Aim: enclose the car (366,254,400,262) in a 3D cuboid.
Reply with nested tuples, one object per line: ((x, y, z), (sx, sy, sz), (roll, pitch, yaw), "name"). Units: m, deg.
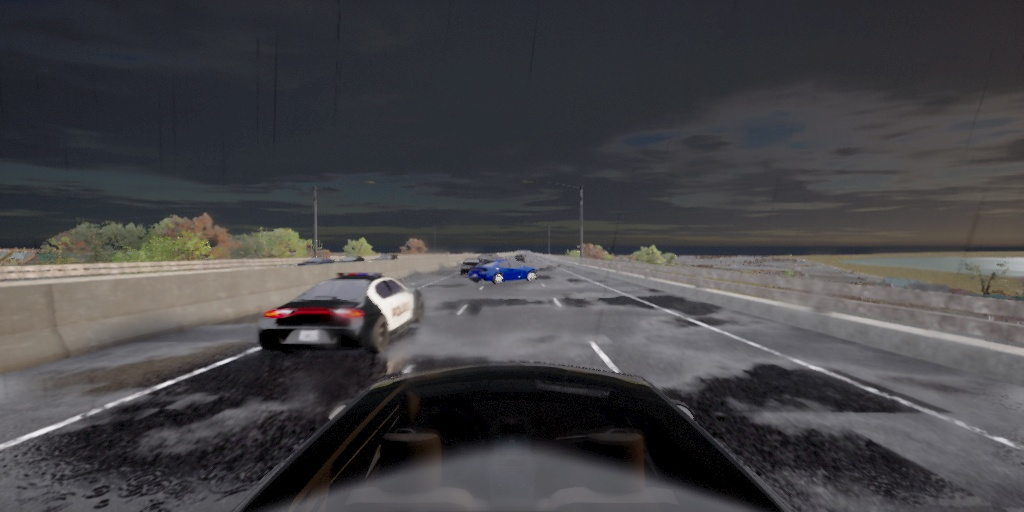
((-13.649, 0.625, 39.139), (2.097, 1.767, 4.553), (0, 1, 1), "car")

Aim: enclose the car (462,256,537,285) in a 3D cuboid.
((-0.485, 0.958, 22.911), (1.882, 1.535, 5.008), (1, 1, 44), "car")

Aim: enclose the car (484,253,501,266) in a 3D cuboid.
((-2.736, 0.484, 52.433), (2.097, 1.767, 4.553), (0, 1, 2), "car")

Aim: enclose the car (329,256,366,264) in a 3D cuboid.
((-17.163, 0.753, 38.598), (1.882, 1.535, 5.008), (0, 1, 2), "car")

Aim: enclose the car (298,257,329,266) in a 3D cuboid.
((-20.667, 0.819, 38.575), (2.033, 1.411, 5.357), (0, 1, 2), "car")

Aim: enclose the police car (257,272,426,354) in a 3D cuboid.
((-3.487, 1.163, 8.604), (2.038, 1.542, 4.974), (0, 1, 0), "police car")

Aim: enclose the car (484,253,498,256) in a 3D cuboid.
((-3.028, 0.609, 41.470), (2.097, 1.767, 4.553), (0, 1, 1), "car")

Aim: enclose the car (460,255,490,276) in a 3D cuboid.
((-3.250, 0.889, 30.537), (1.837, 1.490, 4.892), (0, 1, 1), "car")
